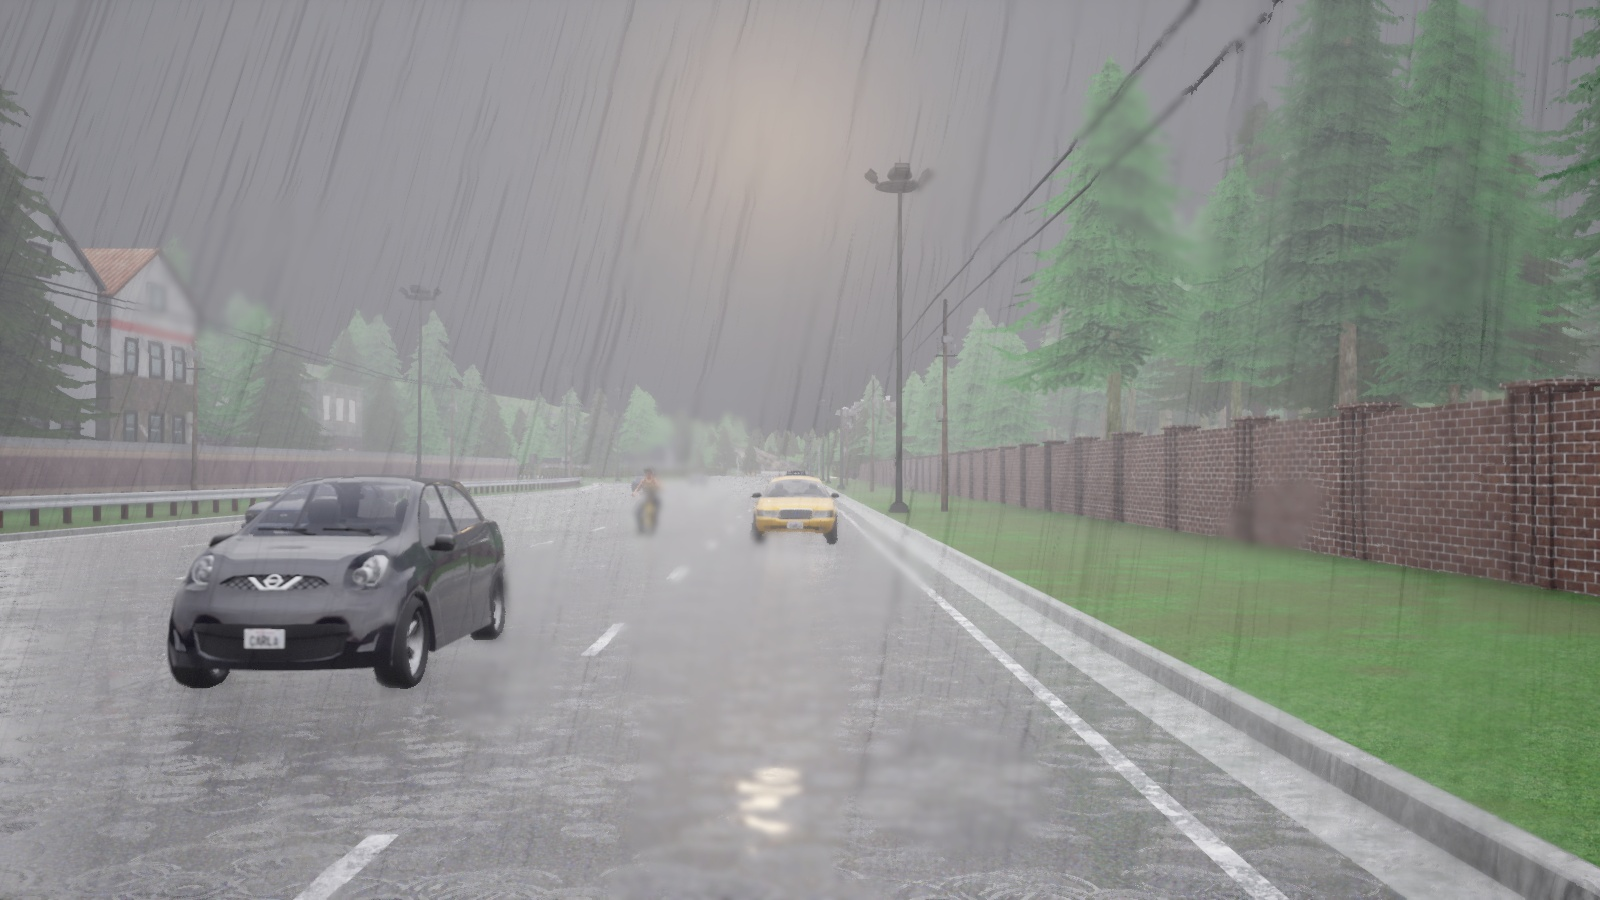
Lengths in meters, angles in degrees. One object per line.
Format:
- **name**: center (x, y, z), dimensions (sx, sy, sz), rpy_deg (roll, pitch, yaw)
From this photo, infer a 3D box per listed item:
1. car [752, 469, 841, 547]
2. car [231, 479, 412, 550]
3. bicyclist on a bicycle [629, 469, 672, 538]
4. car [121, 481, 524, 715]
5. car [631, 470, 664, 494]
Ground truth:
- **car**: center (-0.077, 1.230, 28.403), dimensions (1.801, 1.575, 5.366), rpy_deg (0, -1, 0)
- **car**: center (-10.577, 1.378, 28.258), dimensions (2.033, 1.411, 5.357), rpy_deg (0, -1, 0)
- **bicyclist on a bicycle**: center (-3.583, 1.272, 30.209), dimensions (0.866, 1.612, 1.509), rpy_deg (0, -1, 0)
- **car**: center (-3.527, 1.012, 10.049), dimensions (1.845, 1.501, 3.633), rpy_deg (0, -1, 0)
- **car**: center (-10.741, 2.238, 88.473), dimensions (1.851, 1.617, 3.988), rpy_deg (0, -1, 0)
